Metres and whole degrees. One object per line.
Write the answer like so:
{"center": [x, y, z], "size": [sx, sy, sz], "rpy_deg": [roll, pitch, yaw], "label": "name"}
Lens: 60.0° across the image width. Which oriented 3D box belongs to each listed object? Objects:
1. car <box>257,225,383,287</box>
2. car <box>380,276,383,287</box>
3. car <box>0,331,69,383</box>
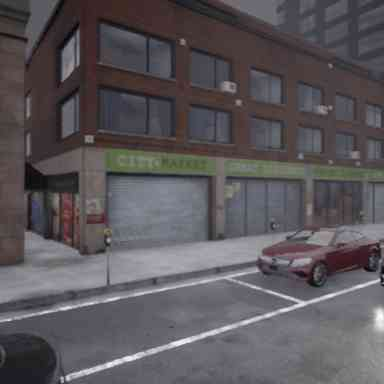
{"center": [3.679, 1.599, 9.276], "size": [4.206, 1.307, 1.802], "rpy_deg": [0, 0, -36], "label": "car"}
{"center": [6.334, 1.510, 7.839], "size": [4.902, 1.511, 2.128], "rpy_deg": [0, 0, -35], "label": "car"}
{"center": [-2.869, 1.521, 1.323], "size": [4.674, 1.442, 1.812], "rpy_deg": [0, 0, -36], "label": "car"}
